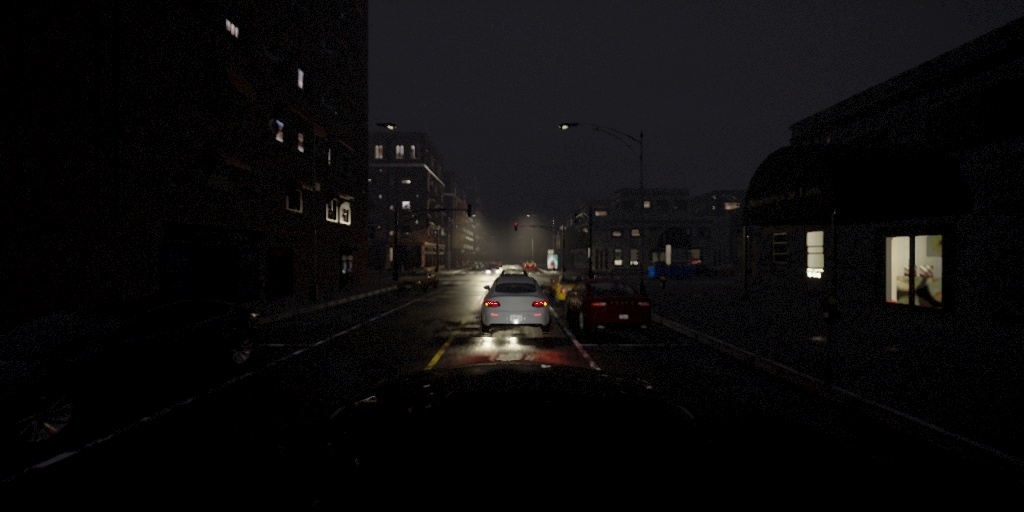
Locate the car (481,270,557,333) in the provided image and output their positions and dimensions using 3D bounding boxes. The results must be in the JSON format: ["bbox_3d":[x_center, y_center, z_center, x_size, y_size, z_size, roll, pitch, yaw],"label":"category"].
[{"bbox_3d":[0.104,1.320,10.839,1.812,1.442,4.674,0,0,0],"label":"car"}]

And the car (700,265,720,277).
[{"bbox_3d":[19.412,1.577,38.836,4.718,1.301,1.895,0,0,0],"label":"car"}]

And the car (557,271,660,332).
[{"bbox_3d":[2.696,1.339,10.859,1.888,1.381,4.507,0,0,0],"label":"car"}]

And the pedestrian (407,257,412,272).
[{"bbox_3d":[-12.603,1.038,44.153,0.375,1.860,0.375,0,0,0],"label":"pedestrian"}]

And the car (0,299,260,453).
[{"bbox_3d":[-5.689,1.332,5.173,1.948,1.339,4.313,0,0,0],"label":"car"}]

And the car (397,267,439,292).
[{"bbox_3d":[-5.678,1.378,22.092,1.751,1.417,4.829,0,0,0],"label":"car"}]

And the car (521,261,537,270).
[{"bbox_3d":[2.725,1.472,54.723,1.967,1.591,4.097,0,0,0],"label":"car"}]

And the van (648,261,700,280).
[{"bbox_3d":[14.676,1.316,33.014,3.998,1.789,1.690,0,0,0],"label":"van"}]

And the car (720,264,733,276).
[{"bbox_3d":[25.511,1.514,41.468,4.829,1.417,1.751,0,0,0],"label":"car"}]

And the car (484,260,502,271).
[{"bbox_3d":[-3.042,1.653,58.059,1.895,1.301,4.718,0,0,0],"label":"car"}]

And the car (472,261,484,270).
[{"bbox_3d":[-5.652,1.617,60.413,2.007,1.370,4.403,0,0,0],"label":"car"}]

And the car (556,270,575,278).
[{"bbox_3d":[2.700,1.348,16.726,1.751,1.417,4.829,0,0,0],"label":"car"}]

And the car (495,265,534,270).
[{"bbox_3d":[0.123,1.452,21.993,1.895,1.301,4.718,0,0,1],"label":"car"}]
